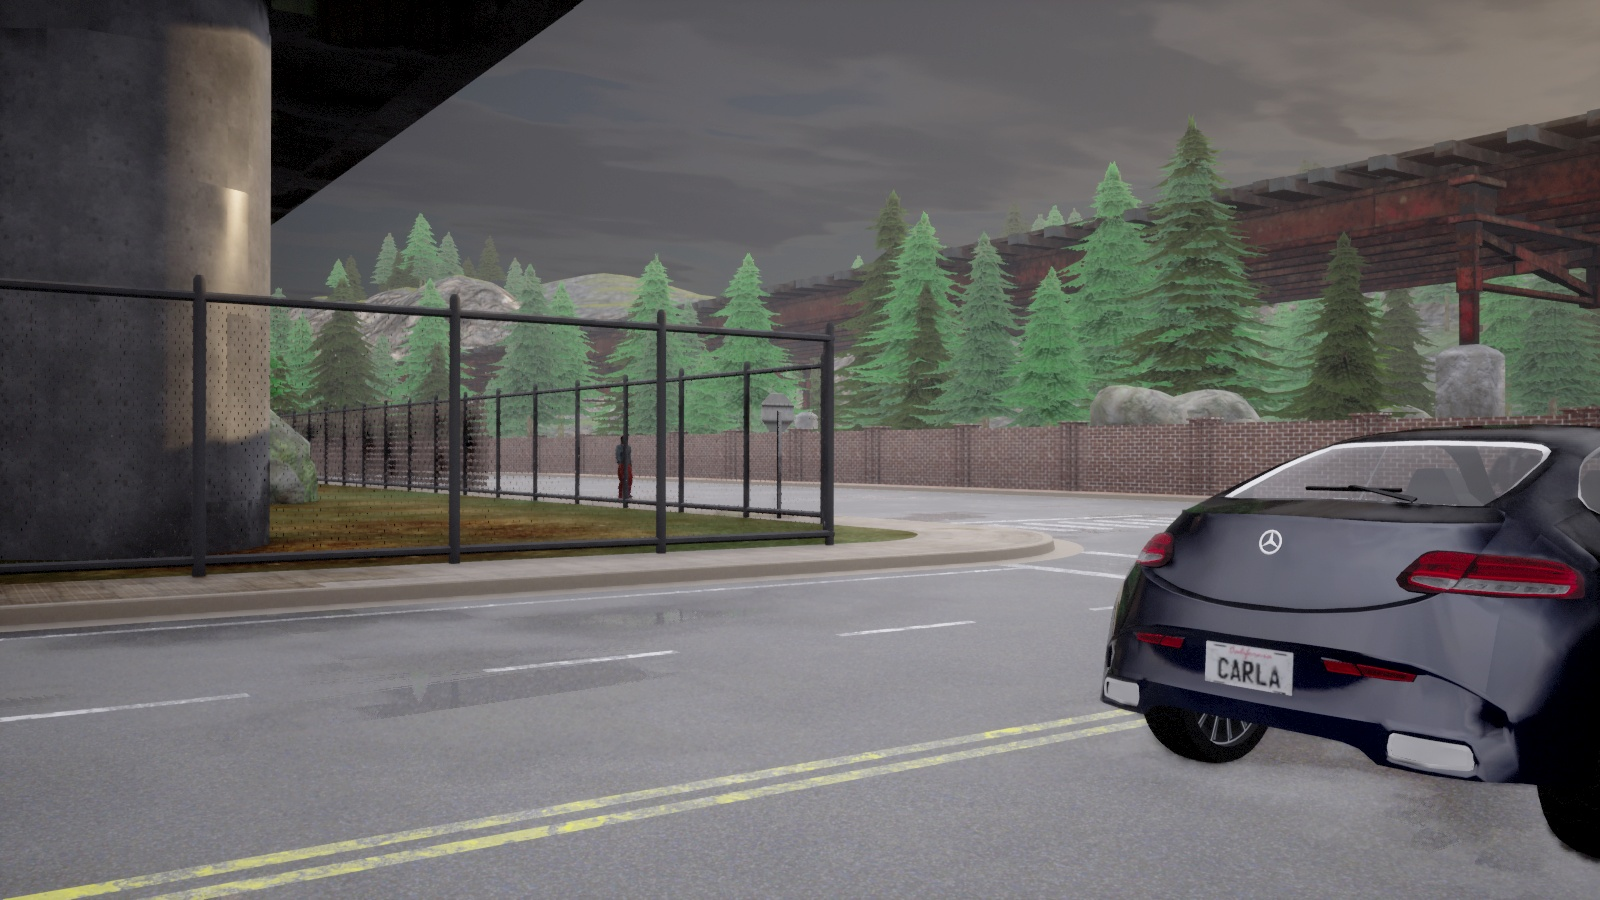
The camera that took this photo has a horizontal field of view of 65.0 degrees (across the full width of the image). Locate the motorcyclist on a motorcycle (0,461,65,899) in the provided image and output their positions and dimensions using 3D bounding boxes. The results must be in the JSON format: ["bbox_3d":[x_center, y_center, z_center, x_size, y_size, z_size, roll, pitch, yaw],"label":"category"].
[{"bbox_3d":[-2.448,0.790,1.955,2.191,1.530,0.866,0,0,-35],"label":"motorcyclist on a motorcycle"}]

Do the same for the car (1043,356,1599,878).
[{"bbox_3d":[3.789,0.531,6.297,5.027,1.651,2.152,0,0,-35],"label":"car"}]

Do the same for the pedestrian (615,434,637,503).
[{"bbox_3d":[-4.703,0.496,33.922,0.353,1.847,0.614,0,0,-36],"label":"pedestrian"}]
